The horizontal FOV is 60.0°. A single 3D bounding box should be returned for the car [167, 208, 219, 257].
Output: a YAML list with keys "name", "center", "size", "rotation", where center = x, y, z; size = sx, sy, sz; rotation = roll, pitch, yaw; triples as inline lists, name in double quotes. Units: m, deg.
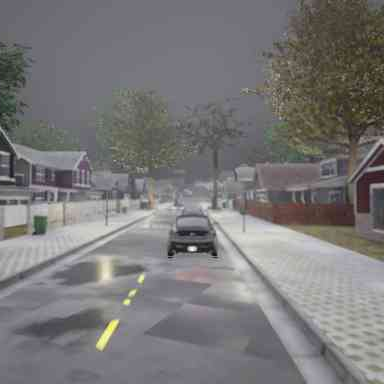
- name: "car"
  center: [0.032, 1.646, 13.511]
  size: [1.837, 1.490, 4.892]
  rotation: [0, 0, 0]

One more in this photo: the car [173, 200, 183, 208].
- name: "car"
  center: [-2.719, 2.265, 65.367]
  size: [1.837, 1.490, 4.892]
  rotation: [0, -1, 0]

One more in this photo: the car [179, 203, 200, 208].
- name: "car"
  center: [0.040, 1.901, 28.270]
  size: [1.895, 1.301, 4.718]
  rotation: [0, -1, 0]
